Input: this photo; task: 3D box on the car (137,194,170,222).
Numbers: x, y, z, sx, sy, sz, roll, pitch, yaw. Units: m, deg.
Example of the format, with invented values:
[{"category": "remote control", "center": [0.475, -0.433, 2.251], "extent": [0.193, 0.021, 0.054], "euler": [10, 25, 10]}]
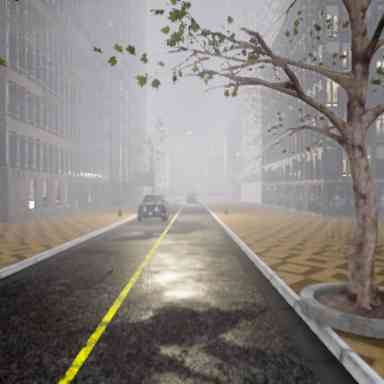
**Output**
[{"category": "car", "center": [-3.005, 1.218, 26.843], "extent": [2.150, 2.045, 5.566], "euler": [0, 0, 0]}]

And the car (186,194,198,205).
[{"category": "car", "center": [-0.006, 1.529, 59.077], "extent": [1.837, 1.490, 4.892], "euler": [0, 0, 0]}]
